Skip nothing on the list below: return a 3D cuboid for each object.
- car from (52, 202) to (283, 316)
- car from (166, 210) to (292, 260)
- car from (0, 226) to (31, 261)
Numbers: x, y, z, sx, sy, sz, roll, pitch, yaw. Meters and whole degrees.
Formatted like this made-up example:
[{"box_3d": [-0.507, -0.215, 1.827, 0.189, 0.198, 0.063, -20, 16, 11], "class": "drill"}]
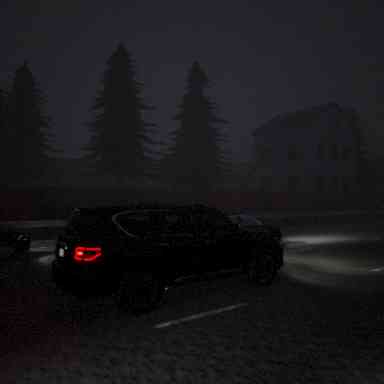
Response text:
[{"box_3d": [-0.285, 1.258, 7.842, 5.566, 2.045, 2.150, 1, 0, -36], "class": "car"}, {"box_3d": [1.597, 1.569, 13.485, 4.902, 1.511, 2.128, 1, 0, -36], "class": "car"}, {"box_3d": [-7.936, 1.474, 10.666, 5.008, 1.535, 1.882, 1, -1, -33], "class": "car"}]
